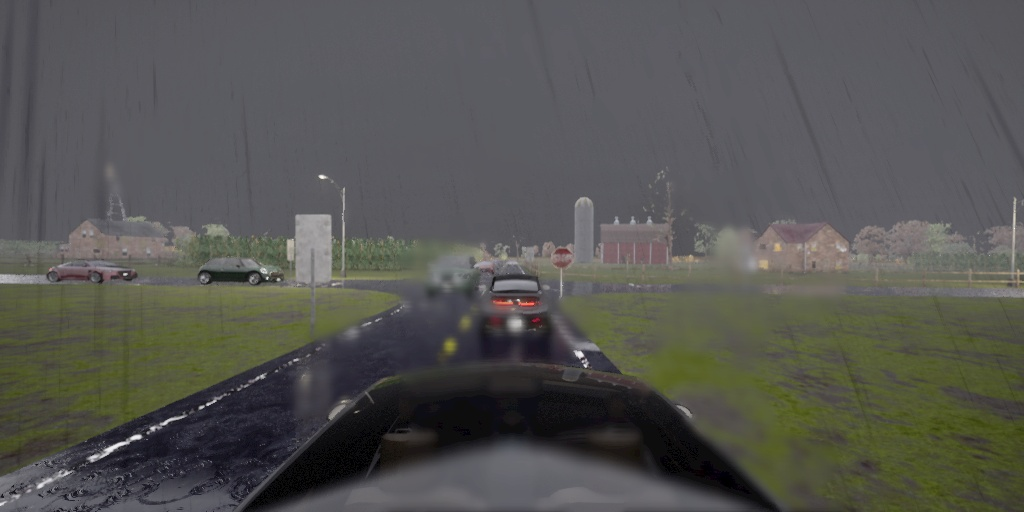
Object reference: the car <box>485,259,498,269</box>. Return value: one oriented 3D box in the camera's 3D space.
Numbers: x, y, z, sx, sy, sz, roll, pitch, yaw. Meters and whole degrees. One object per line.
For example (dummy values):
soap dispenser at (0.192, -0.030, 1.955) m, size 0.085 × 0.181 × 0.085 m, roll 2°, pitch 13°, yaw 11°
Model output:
car at (-2.866, 1.242, 39.789) m, size 1.882 × 1.535 × 5.008 m, roll 0°, pitch 0°, yaw 1°

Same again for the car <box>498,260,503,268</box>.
car at (-2.844, 1.272, 53.818) m, size 2.128 × 1.511 × 4.902 m, roll 0°, pitch 0°, yaw 0°

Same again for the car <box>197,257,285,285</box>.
car at (-17.182, 0.890, 22.936) m, size 4.553 × 1.767 × 2.097 m, roll 1°, pitch 1°, yaw 0°

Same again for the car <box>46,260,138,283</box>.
car at (-26.708, 0.961, 22.906) m, size 4.181 × 1.385 × 1.994 m, roll 1°, pitch 1°, yaw 0°

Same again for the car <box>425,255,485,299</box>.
car at (-2.844, 0.974, 18.502) m, size 2.150 × 2.045 × 5.566 m, roll 0°, pitch 0°, yaw 0°

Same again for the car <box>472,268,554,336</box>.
car at (0.099, 1.254, 10.340) m, size 1.837 × 1.490 × 4.892 m, roll 0°, pitch 0°, yaw 0°
